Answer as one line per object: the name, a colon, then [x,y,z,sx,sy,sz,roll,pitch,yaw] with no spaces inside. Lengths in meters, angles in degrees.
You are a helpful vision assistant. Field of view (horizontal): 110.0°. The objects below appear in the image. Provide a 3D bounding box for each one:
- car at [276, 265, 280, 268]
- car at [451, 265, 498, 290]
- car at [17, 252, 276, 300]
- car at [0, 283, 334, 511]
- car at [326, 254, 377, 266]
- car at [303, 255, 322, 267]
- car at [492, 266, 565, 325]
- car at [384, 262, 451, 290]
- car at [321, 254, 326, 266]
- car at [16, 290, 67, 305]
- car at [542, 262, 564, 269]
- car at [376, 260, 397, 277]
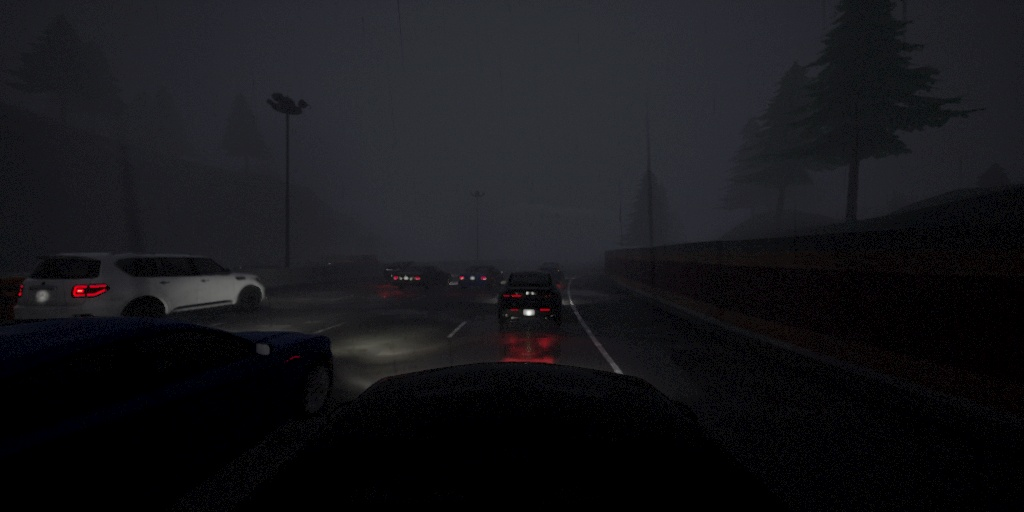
car: [-27.244,1.201,37.944,1.895,1.301,4.718,0,0,13]
car: [-1.742,1.244,21.805,2.033,1.411,5.357,0,0,9]
car: [-10.018,0.928,10.465,2.150,2.045,5.566,0,0,4]
car: [-3.323,1.218,2.791,1.882,1.535,5.008,0,0,1]
car: [-16.440,0.844,38.014,2.150,2.045,5.566,0,0,14]
car: [-22.275,0.823,43.221,2.150,2.045,5.566,0,0,15]
car: [0.632,1.231,11.840,1.837,1.490,4.892,0,0,4]
car: [-5.294,1.237,21.682,2.033,1.411,5.357,0,0,9]
car: [-19.118,0.961,41.412,2.097,1.767,4.553,0,0,15]
car: [-6.825,1.225,2.159,2.128,1.511,4.902,0,0,1]
car: [3.125,1.217,28.591,1.812,1.442,4.674,0,0,12]
car: [-7.848,1.161,27.222,2.128,1.511,4.902,0,0,10]
